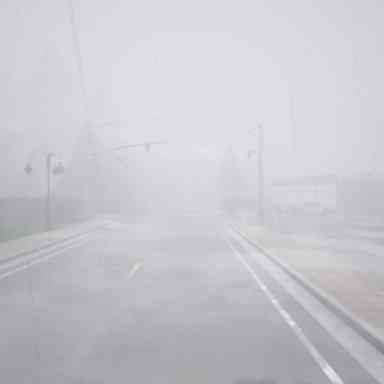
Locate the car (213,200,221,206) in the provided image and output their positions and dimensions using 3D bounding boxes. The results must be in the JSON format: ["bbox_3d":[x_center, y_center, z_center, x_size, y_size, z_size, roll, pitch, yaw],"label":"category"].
[{"bbox_3d":[7.085,2.207,72.589,5.008,1.535,1.882,0,-1,-13],"label":"car"}]

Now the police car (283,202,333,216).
[{"bbox_3d":[12.619,1.870,36.363,4.974,1.542,2.038,0,-1,1],"label":"police car"}]
